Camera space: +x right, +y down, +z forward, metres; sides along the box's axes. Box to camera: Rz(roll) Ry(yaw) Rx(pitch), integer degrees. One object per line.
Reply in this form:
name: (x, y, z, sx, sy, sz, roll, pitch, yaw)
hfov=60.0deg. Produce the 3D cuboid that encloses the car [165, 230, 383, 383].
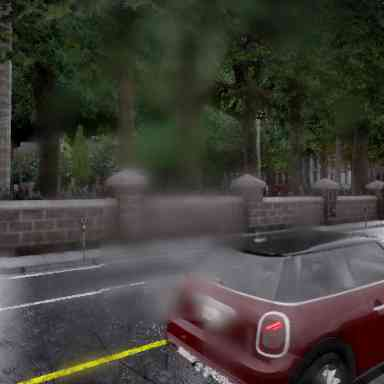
car: (1.947, 1.351, 4.821, 4.553, 1.767, 2.097, 0, 0, -36)
